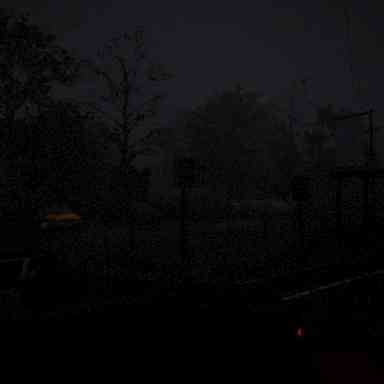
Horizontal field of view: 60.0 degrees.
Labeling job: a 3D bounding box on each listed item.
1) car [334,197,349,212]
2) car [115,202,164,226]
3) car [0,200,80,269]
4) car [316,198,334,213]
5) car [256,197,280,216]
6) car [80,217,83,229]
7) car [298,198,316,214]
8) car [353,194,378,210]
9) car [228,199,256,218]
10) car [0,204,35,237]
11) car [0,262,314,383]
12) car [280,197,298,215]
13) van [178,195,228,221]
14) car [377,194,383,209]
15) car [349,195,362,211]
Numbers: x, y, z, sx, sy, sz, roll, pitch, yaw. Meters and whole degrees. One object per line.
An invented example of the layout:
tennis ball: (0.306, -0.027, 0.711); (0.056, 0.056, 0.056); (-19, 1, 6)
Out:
car: (14.173, 1.387, 36.825); (2.231, 1.521, 4.892); (0, 0, -36)
car: (-3.874, 1.483, 23.890); (2.163, 1.488, 4.792); (0, 0, -36)
car: (-4.590, 1.235, 7.298); (2.435, 2.045, 5.566); (0, 0, -36)
car: (11.909, 1.393, 35.220); (2.097, 1.535, 5.008); (0, 0, -36)
car: (5.142, 1.417, 30.368); (2.097, 1.535, 5.008); (0, 0, -36)
car: (-8.299, 1.469, 20.532); (1.946, 1.575, 5.366); (0, 0, -36)
car: (9.636, 1.275, 33.626); (2.185, 1.767, 4.553); (0, 0, -36)
car: (18.791, 1.368, 39.906); (1.946, 1.575, 5.366); (0, 0, -36)
car: (2.882, 1.466, 28.753); (2.002, 1.452, 4.674); (0, 0, -36)
car: (-10.681, 1.510, 19.093); (2.163, 1.488, 4.792); (0, 0, -36)
car: (-1.220, 1.546, 2.815); (5.357, 1.411, 2.033); (0, 0, -35)
car: (7.398, 1.449, 31.984); (2.002, 1.452, 4.674); (0, 0, -36)
van: (0.555, 1.209, 27.236); (1.878, 1.987, 4.442); (0, 0, -36)
car: (20.925, 1.394, 41.697); (2.163, 1.488, 4.792); (0, 0, -36)
car: (16.409, 1.408, 38.467); (2.163, 1.488, 4.792); (0, 0, -36)
